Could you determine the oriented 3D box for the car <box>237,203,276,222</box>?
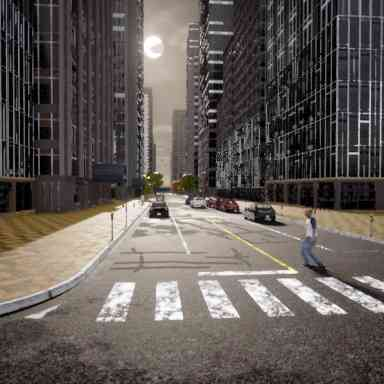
[{"bbox_3d":[5.260,1.540,26.229,2.008,1.369,4.403,-1,0,-5],"label":"car"}]

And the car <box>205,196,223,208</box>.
[{"bbox_3d":[3.185,1.429,48.728,1.967,1.590,4.097,-1,0,-5],"label":"car"}]

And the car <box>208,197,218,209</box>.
[{"bbox_3d":[3.705,1.533,43.103,1.887,1.381,4.507,-1,0,-5],"label":"car"}]

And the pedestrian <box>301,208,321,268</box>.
[{"bbox_3d":[3.556,1.289,9.897,0.375,1.860,0.375,-1,1,-5],"label":"pedestrian"}]

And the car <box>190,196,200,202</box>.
[{"bbox_3d":[0.595,1.580,76.853,1.802,1.307,4.206,-1,0,-5],"label":"car"}]

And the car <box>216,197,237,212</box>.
[{"bbox_3d":[4.224,1.570,37.478,1.802,1.307,4.206,-1,0,-5],"label":"car"}]

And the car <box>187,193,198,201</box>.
[{"bbox_3d":[0.073,1.316,82.478,2.192,1.841,5.009,-1,0,-5],"label":"car"}]

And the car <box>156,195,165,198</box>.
[{"bbox_3d":[-4.091,1.512,42.187,1.752,1.417,4.829,-1,0,-5],"label":"car"}]

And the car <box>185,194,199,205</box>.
[{"bbox_3d":[-0.096,1.554,57.898,1.994,1.385,4.181,0,0,-5],"label":"car"}]

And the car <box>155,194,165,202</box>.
[{"bbox_3d":[-7.220,1.311,76.104,2.192,1.841,5.009,-1,0,-5],"label":"car"}]

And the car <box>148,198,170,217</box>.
[{"bbox_3d":[-3.070,1.553,31.107,1.947,1.339,4.313,-1,0,-5],"label":"car"}]

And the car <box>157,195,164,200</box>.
[{"bbox_3d":[-8.772,1.589,92.978,1.802,1.307,4.206,-1,0,-5],"label":"car"}]

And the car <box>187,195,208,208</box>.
[{"bbox_3d":[0.818,1.514,48.018,1.812,1.442,4.674,0,0,-5],"label":"car"}]
